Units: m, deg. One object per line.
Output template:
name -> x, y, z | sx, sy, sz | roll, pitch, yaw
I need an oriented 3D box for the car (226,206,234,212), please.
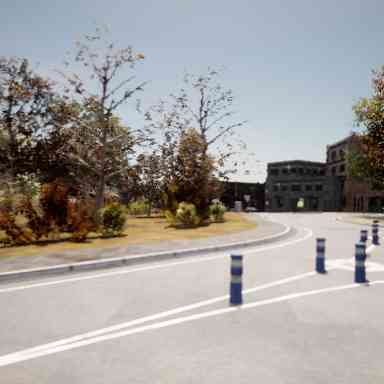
car -> 10.860, 4.704, 82.851 | 2.163, 1.488, 4.792 | 2, -5, -31

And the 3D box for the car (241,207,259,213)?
car -> 13.743, 4.378, 78.183 | 2.002, 1.452, 4.674 | 4, -6, -31

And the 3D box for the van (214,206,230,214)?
van -> 7.929, 4.793, 87.643 | 1.878, 1.987, 4.442 | 2, -5, -31
